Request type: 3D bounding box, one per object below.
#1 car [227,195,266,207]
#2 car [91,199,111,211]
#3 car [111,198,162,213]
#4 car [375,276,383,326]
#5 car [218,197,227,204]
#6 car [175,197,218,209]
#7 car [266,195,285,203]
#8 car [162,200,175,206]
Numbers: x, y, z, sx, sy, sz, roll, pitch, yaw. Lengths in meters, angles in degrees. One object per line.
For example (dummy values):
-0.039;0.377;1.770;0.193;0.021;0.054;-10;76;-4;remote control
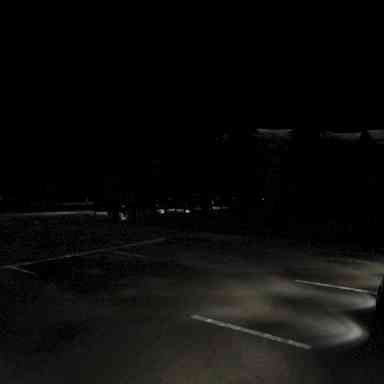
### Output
8.026;1.419;48.705;4.902;1.511;2.128;0;0;-35;car
-9.170;1.494;38.299;1.895;1.301;4.718;0;0;43;car
-6.013;1.414;36.491;1.837;1.490;4.892;0;0;43;car
5.138;1.352;4.578;4.553;1.767;2.097;0;0;36;car
4.694;1.458;50.760;5.357;1.411;2.033;0;0;-37;car
0.639;1.421;42.977;4.892;1.490;1.837;0;0;-41;car
12.810;1.279;55.822;4.553;1.767;2.097;0;0;-28;car
-2.711;1.425;44.668;4.674;1.442;1.812;0;0;-42;car
